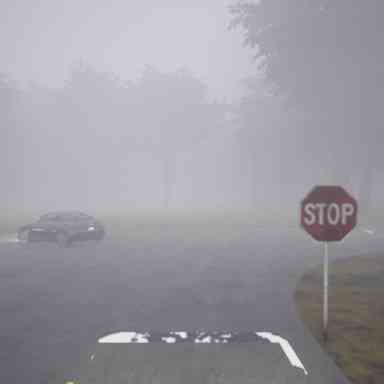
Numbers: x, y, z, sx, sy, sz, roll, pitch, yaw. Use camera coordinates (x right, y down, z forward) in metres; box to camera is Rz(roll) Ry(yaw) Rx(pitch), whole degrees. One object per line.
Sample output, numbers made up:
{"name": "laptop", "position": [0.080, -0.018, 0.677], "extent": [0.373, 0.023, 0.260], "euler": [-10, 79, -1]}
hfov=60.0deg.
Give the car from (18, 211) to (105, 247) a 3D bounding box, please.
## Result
{"name": "car", "position": [-5.897, 1.561, 14.924], "extent": [4.181, 1.385, 1.994], "euler": [-2, 0, 33]}
